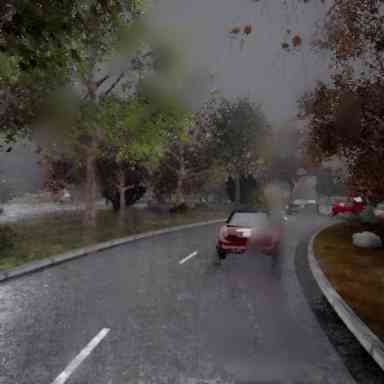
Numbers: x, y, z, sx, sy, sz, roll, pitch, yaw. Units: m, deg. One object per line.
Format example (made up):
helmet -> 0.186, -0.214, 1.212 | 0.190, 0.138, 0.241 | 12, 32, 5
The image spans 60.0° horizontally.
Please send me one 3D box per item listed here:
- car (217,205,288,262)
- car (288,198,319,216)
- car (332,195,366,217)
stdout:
car -> 2.404, 1.375, 12.631 | 2.097, 1.767, 4.553 | 0, 0, 17
car -> 11.175, 1.474, 33.707 | 2.097, 1.767, 4.553 | 0, -1, 40
car -> 15.882, 1.335, 33.500 | 2.150, 2.045, 5.566 | 0, -1, 39
